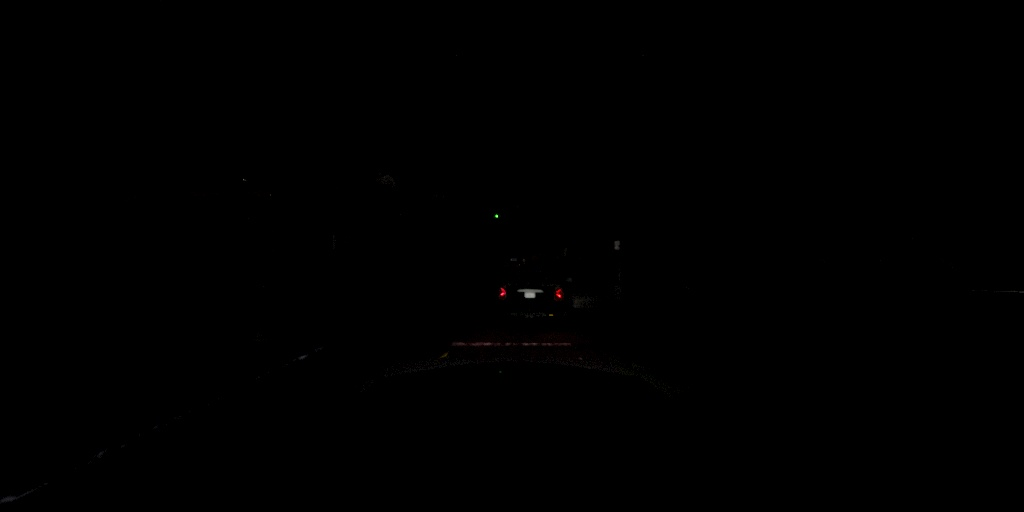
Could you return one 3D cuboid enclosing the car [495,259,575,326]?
[{"bbox_3d":[0.914,1.096,11.928,2.097,1.767,4.553,0,0,11],"label":"car"}]
